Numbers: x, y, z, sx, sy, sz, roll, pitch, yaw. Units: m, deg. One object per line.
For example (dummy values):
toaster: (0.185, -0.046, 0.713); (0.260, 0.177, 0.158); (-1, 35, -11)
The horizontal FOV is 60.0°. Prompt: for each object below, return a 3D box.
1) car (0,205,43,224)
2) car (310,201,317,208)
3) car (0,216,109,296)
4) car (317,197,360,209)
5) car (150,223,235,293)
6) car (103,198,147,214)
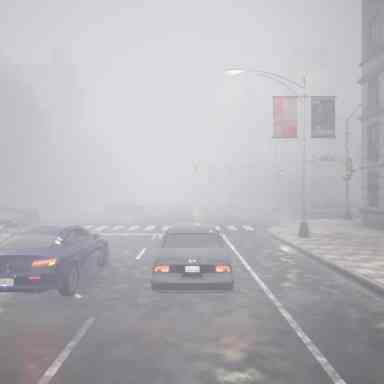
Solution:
car: (-10.830, 1.547, 20.781); (2.033, 1.411, 5.357); (0, 0, -9)
car: (19.011, 1.505, 46.242); (4.892, 1.490, 1.837); (0, 0, 0)
car: (-3.496, 1.526, 8.536); (1.812, 1.442, 4.674); (0, 0, 0)
car: (19.033, 1.526, 42.749); (4.674, 1.442, 1.812); (0, 0, 0)
car: (0.002, 1.547, 8.986); (2.033, 1.411, 5.357); (0, 0, 0)
car: (-6.806, 1.564, 34.438); (4.181, 1.385, 1.994); (0, 0, 0)
